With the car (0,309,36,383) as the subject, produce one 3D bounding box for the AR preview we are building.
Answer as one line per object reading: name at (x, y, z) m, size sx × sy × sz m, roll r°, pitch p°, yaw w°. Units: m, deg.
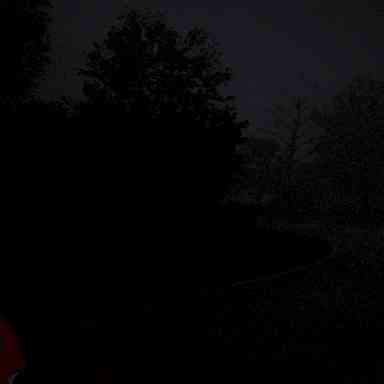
car at (-3.132, 1.352, 1.460) m, size 4.553 × 1.767 × 2.097 m, roll 0°, pitch 0°, yaw -36°
